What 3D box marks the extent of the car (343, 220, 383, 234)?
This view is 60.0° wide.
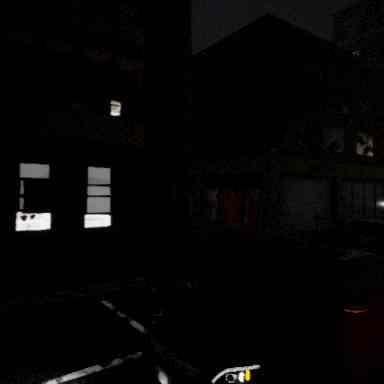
[{"bbox_3d":[5.673,1.564,10.593,4.206,1.307,1.802,0,1,-35],"label":"car"}]

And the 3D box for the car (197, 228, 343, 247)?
[{"bbox_3d":[1.139,1.536,7.358,4.507,1.381,1.887,0,1,-35],"label":"car"}]

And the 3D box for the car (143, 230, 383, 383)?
[{"bbox_3d":[1.625,1.519,4.536,4.674,1.442,1.812,0,0,-36],"label":"car"}]
